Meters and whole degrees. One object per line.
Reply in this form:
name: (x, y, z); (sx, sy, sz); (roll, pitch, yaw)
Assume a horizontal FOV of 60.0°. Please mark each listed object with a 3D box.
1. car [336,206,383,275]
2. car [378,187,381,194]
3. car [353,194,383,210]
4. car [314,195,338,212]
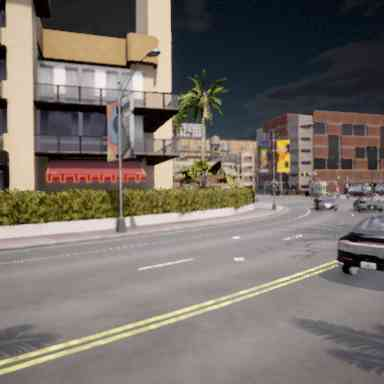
car: (5.606, 1.346, 8.911); (4.902, 1.511, 2.128); (-1, 1, -43)
car: (44.852, 0.191, 76.299); (1.816, 1.474, 4.193); (-1, 1, -17)
car: (15.799, 1.111, 29.943); (1.994, 1.385, 4.181); (-1, 1, 19)
car: (13.032, 1.052, 32.543); (2.128, 1.511, 4.902); (0, 1, 16)
